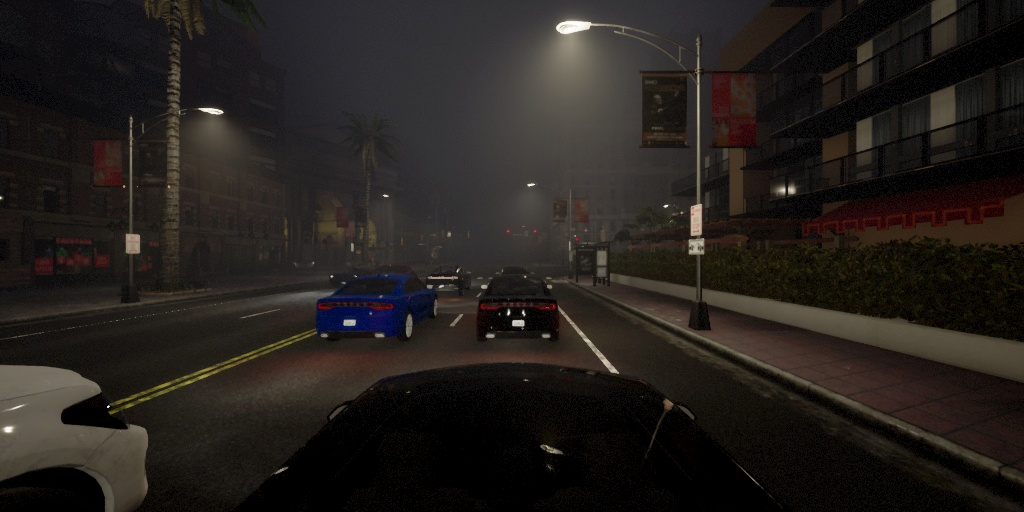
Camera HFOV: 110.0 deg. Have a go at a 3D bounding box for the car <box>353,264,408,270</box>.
[{"bbox_3d":[-6.968,1.227,20.733,1.882,1.535,5.008,0,0,1],"label":"car"}]

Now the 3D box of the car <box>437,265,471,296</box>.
[{"bbox_3d":[-3.334,1.242,19.388,2.128,1.511,4.902,0,0,0],"label":"car"}]

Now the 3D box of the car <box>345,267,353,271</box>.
[{"bbox_3d":[-10.417,1.350,24.322,1.895,1.301,4.718,0,0,0],"label":"car"}]

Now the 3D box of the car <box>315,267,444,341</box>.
[{"bbox_3d":[-3.360,1.228,9.883,1.882,1.535,5.008,0,0,0],"label":"car"}]

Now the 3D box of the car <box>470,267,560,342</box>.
[{"bbox_3d":[0.135,1.228,9.848,1.882,1.535,5.008,0,0,0],"label":"car"}]
